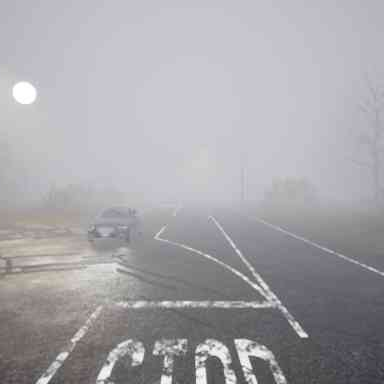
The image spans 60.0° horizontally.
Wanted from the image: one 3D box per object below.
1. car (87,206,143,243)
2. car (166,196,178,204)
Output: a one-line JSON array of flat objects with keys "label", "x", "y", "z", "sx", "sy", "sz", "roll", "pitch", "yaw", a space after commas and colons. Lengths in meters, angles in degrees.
[{"label": "car", "x": -3.508, "y": 1.462, "z": 15.894, "sx": 2.128, "sy": 1.511, "sz": 4.902, "roll": 0, "pitch": 0, "yaw": 0}, {"label": "car", "x": -3.573, "y": 1.409, "z": 59.982, "sx": 2.128, "sy": 1.511, "sz": 4.902, "roll": 0, "pitch": 0, "yaw": 0}]
